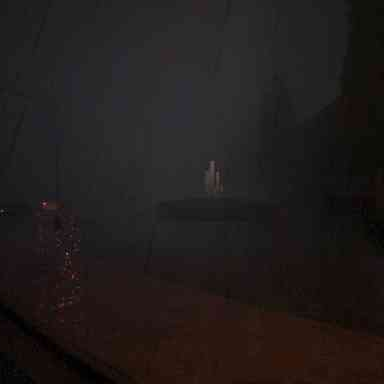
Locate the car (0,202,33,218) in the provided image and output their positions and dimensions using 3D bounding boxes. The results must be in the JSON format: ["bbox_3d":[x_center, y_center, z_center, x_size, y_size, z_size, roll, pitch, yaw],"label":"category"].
[{"bbox_3d":[-16.040,1.564,30.030,1.994,1.385,4.181,0,0,-4],"label":"car"}]

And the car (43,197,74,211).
[{"bbox_3d":[-15.988,1.352,40.059,2.097,1.767,4.553,0,0,1],"label":"car"}]
